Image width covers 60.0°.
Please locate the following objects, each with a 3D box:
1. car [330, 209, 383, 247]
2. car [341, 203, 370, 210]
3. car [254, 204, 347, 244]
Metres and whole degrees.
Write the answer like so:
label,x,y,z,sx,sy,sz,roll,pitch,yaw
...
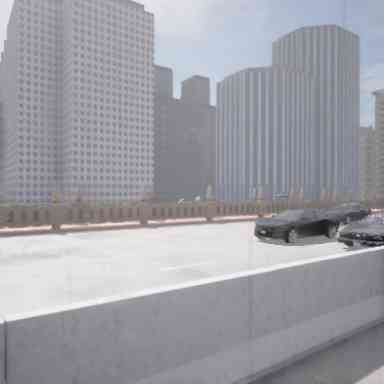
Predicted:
label,x,y,z,sx,sy,sz,roll,pitch,yaw
car,8.512,1.610,14.356,5.357,1.411,2.033,0,0,-35
car,11.872,1.605,25.342,4.892,1.490,1.837,0,0,-35
car,5.210,1.534,16.299,5.008,1.535,1.882,0,0,-35
